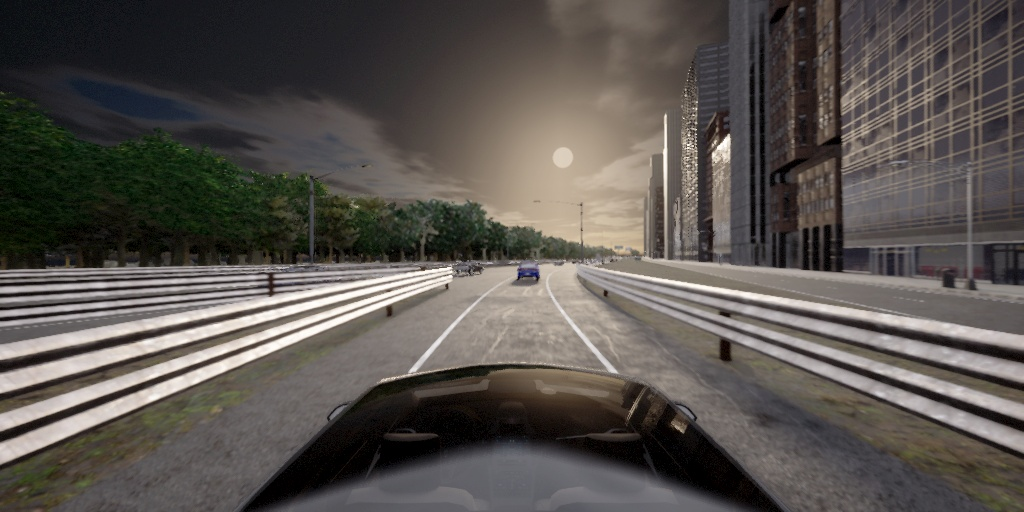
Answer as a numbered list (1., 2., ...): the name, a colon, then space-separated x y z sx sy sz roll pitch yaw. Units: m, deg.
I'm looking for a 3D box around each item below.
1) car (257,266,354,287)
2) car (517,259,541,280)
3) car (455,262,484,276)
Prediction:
1. car: -11.761 1.296 20.987 2.033 1.411 5.357 0 0 19
2. car: 1.567 1.338 32.447 1.882 1.535 5.008 -1 0 6
3. car: -4.871 1.377 41.538 2.128 1.511 4.902 0 0 18
